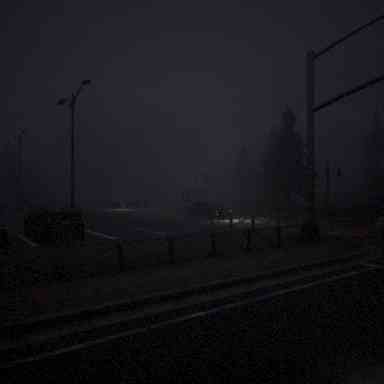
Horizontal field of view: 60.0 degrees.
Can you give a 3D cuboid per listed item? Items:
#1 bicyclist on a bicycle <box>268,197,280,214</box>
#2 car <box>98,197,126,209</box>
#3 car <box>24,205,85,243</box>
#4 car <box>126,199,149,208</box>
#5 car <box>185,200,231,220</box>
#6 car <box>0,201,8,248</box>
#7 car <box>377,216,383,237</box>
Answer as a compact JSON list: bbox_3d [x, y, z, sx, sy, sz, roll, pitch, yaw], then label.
[{"bbox_3d":[7.949,1.295,32.232,1.656,1.620,0.582,0,0,-36],"label":"bicyclist on a bicycle"},{"bbox_3d":[-11.354,1.474,45.943,1.882,1.535,5.008,0,0,-36],"label":"car"},{"bbox_3d":[-6.383,1.339,15.298,2.007,1.523,4.514,0,0,-36],"label":"car"},{"bbox_3d":[-7.968,1.596,47.316,1.895,1.301,4.718,0,0,-36],"label":"car"},{"bbox_3d":[1.325,1.501,28.609,1.837,1.490,4.892,0,0,-36],"label":"car"},{"bbox_3d":[-8.895,1.330,13.418,2.152,1.636,5.027,0,0,-36],"label":"car"},{"bbox_3d":[10.283,1.522,14.399,1.812,1.442,4.674,1,0,-16],"label":"car"}]
